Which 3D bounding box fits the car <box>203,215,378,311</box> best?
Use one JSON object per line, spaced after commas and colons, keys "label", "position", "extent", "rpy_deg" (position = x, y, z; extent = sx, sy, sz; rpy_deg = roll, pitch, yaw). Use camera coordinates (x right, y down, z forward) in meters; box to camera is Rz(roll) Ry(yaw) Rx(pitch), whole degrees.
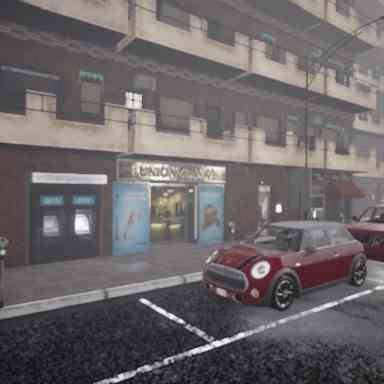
{"label": "car", "position": [2.199, 1.434, 7.673], "extent": [4.097, 1.590, 1.967], "rpy_deg": [0, 0, -36]}

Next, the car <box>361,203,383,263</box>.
{"label": "car", "position": [6.701, 1.305, 10.894], "extent": [5.009, 1.841, 2.192], "rpy_deg": [0, 0, -36]}
